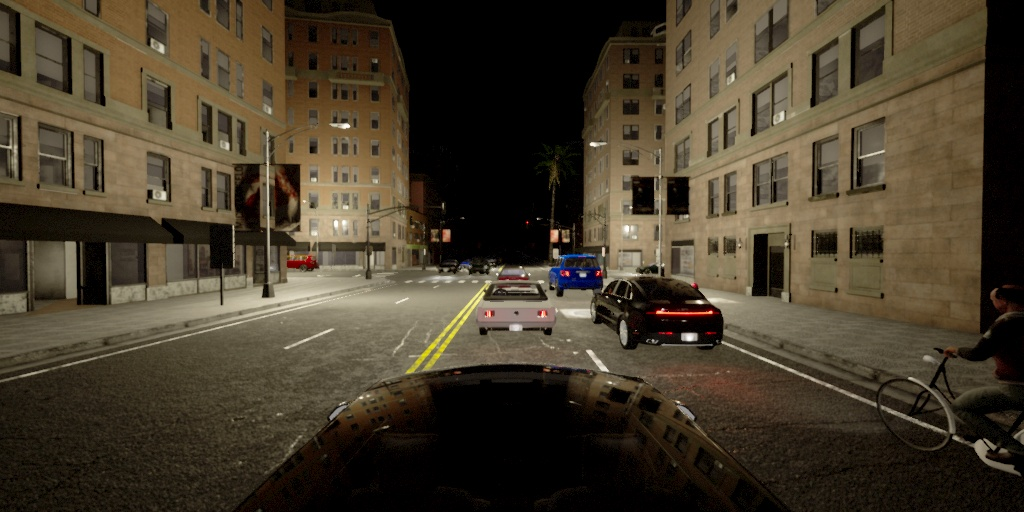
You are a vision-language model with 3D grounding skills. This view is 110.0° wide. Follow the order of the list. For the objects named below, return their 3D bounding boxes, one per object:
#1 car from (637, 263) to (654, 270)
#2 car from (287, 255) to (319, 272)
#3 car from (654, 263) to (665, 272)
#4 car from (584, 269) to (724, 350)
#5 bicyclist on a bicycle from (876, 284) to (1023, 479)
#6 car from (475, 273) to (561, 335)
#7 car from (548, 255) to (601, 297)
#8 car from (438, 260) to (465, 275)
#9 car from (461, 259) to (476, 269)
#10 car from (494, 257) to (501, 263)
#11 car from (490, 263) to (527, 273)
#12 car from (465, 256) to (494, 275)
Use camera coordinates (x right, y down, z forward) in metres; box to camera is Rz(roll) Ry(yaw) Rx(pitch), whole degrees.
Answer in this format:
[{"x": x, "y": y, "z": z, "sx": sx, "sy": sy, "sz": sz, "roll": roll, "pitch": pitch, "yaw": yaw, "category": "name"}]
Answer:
[{"x": 16.003, "y": 1.419, "z": 39.815, "sx": 4.181, "sy": 1.385, "sz": 1.994, "roll": 0, "pitch": 1, "yaw": 0, "category": "car"}, {"x": -23.948, "y": 0.829, "z": 39.304, "sx": 5.009, "sy": 1.841, "sz": 2.192, "roll": 0, "pitch": 0, "yaw": -9, "category": "car"}, {"x": 16.163, "y": 1.508, "z": 33.867, "sx": 4.313, "sy": 1.339, "sz": 1.948, "roll": 0, "pitch": 0, "yaw": 0, "category": "car"}, {"x": 3.295, "y": 1.253, "z": 9.057, "sx": 1.837, "sy": 1.490, "sz": 4.892, "roll": 0, "pitch": 0, "yaw": 0, "category": "car"}, {"x": 4.143, "y": 1.120, "z": 3.168, "sx": 0.659, "sy": 1.776, "sz": 1.843, "roll": 0, "pitch": 0, "yaw": 0, "category": "bicyclist on a bicycle"}, {"x": 0.089, "y": 1.348, "z": 10.398, "sx": 1.895, "sy": 1.301, "sz": 4.718, "roll": 0, "pitch": 0, "yaw": 0, "category": "car"}, {"x": 3.226, "y": 0.966, "z": 18.966, "sx": 2.150, "sy": 2.045, "sz": 5.566, "roll": 0, "pitch": 0, "yaw": 0, "category": "car"}, {"x": -6.640, "y": 1.181, "z": 38.399, "sx": 2.128, "sy": 1.511, "sz": 4.902, "roll": 1, "pitch": 1, "yaw": 0, "category": "car"}, {"x": -6.665, "y": 1.261, "z": 55.257, "sx": 1.812, "sy": 1.442, "sz": 4.674, "roll": 0, "pitch": 0, "yaw": 0, "category": "car"}, {"x": -3.416, "y": 1.226, "z": 58.674, "sx": 2.128, "sy": 1.511, "sz": 4.902, "roll": 0, "pitch": 0, "yaw": 0, "category": "car"}, {"x": 0.075, "y": 1.292, "z": 19.967, "sx": 2.033, "sy": 1.411, "sz": 5.357, "roll": 0, "pitch": 0, "yaw": 0, "category": "car"}, {"x": -3.390, "y": 1.068, "z": 37.856, "sx": 2.097, "sy": 1.767, "sz": 4.553, "roll": 0, "pitch": 1, "yaw": 0, "category": "car"}]
